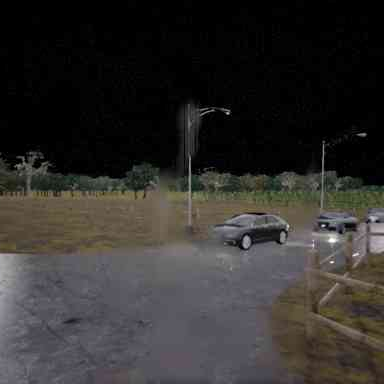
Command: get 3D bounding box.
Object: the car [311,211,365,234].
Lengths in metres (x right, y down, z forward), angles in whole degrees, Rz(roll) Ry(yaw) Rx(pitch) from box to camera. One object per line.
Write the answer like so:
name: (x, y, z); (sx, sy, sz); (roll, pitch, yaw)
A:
car: (9.834, 2.028, 22.754); (4.181, 1.385, 1.994); (2, 0, -45)

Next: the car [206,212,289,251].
car: (2.765, 1.755, 15.737); (4.892, 1.490, 1.837); (2, 0, -44)

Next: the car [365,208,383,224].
car: (17.184, 2.200, 30.081); (4.902, 1.511, 2.128); (2, -1, -45)
